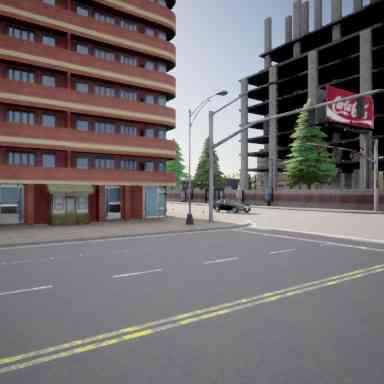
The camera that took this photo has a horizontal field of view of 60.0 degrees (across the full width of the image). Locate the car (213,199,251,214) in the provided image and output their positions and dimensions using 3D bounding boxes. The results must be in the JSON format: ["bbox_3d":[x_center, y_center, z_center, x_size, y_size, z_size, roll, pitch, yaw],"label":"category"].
[{"bbox_3d":[4.230,1.491,35.918,2.128,1.511,4.902,0,0,-35],"label":"car"}]
